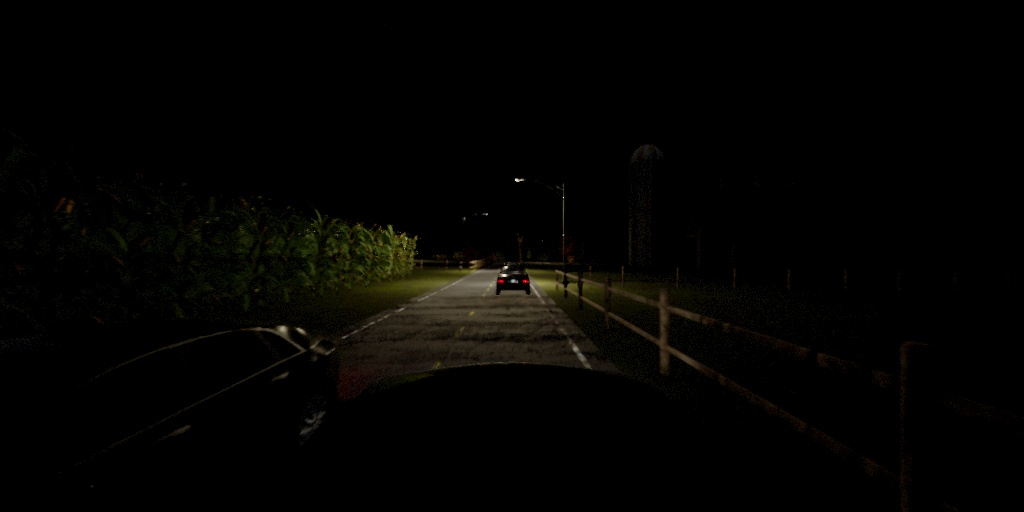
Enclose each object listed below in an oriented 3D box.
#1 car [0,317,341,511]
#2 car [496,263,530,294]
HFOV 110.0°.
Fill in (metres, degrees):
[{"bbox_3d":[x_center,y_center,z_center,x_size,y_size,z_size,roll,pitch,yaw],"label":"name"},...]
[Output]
[{"bbox_3d":[-2.836,1.257,2.125,1.837,1.490,4.892,0,-1,0],"label":"car"},{"bbox_3d":[0.055,1.304,20.203,2.033,1.411,5.357,0,0,0],"label":"car"}]
